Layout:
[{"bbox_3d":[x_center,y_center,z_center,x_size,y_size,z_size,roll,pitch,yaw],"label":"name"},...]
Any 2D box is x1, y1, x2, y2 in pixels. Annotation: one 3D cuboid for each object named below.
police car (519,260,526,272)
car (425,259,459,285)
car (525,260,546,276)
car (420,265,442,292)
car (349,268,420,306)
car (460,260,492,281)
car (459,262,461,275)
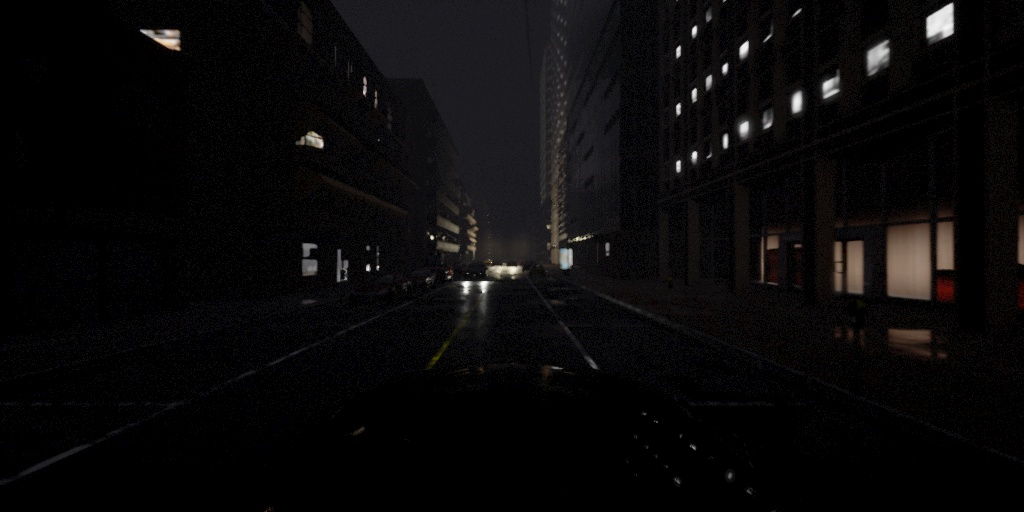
[{"bbox_3d":[2.362,1.359,49.557,1.930,1.638,5.238,0,0,0],"label":"police car"},{"bbox_3d":[-5.693,1.160,27.339,2.192,1.841,5.009,0,0,0],"label":"car"},{"bbox_3d":[2.687,1.416,38.807,1.751,1.417,4.829,0,0,0],"label":"car"},{"bbox_3d":[-5.692,1.405,21.690,1.802,1.307,4.207,0,0,0],"label":"car"},{"bbox_3d":[-5.692,1.382,16.042,1.802,1.307,4.207,0,0,0],"label":"car"},{"bbox_3d":[-3.096,1.369,31.783,1.837,1.490,4.892,0,-1,0],"label":"car"},{"bbox_3d":[-5.694,1.329,38.636,1.967,1.591,4.097,0,0,0],"label":"car"}]
